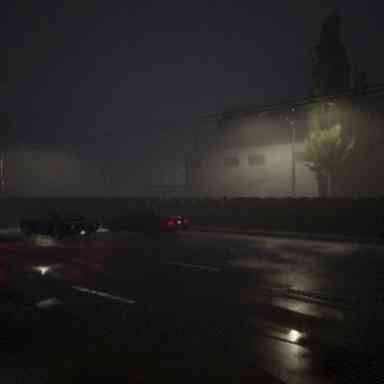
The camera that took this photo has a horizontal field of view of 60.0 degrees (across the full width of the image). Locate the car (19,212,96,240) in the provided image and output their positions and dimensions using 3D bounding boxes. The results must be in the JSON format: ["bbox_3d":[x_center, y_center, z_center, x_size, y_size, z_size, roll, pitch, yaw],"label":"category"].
[{"bbox_3d":[-7.179,1.726,17.703,4.718,1.301,1.895,-1,0,36],"label":"car"}]

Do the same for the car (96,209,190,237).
[{"bbox_3d":[-2.712,1.649,18.814,5.357,1.411,2.033,-1,0,36],"label":"car"}]
